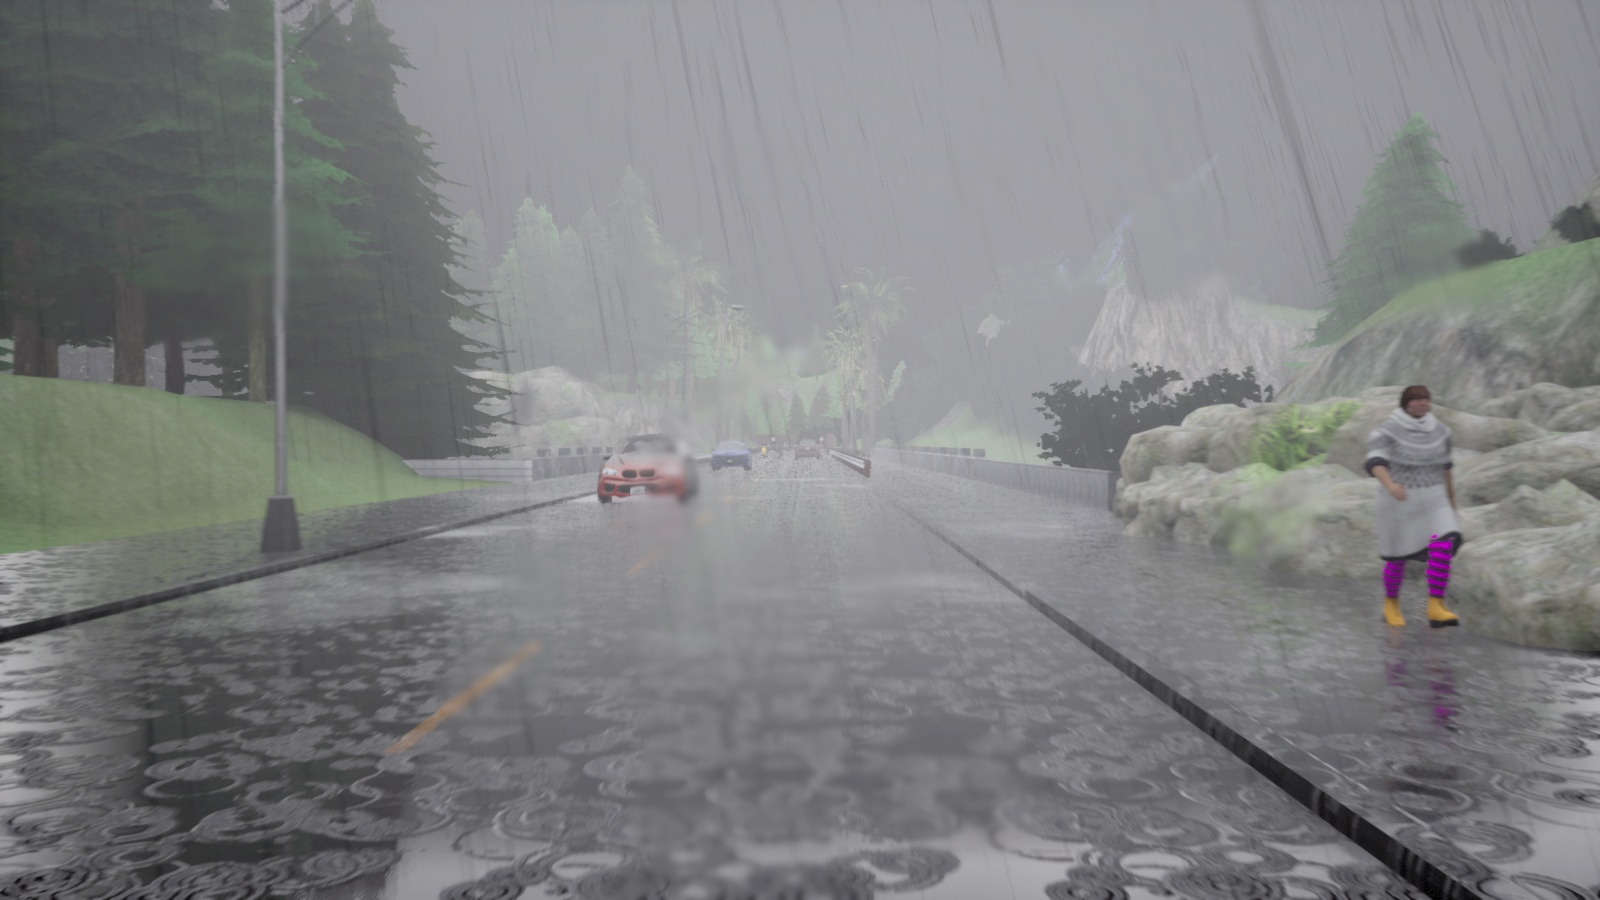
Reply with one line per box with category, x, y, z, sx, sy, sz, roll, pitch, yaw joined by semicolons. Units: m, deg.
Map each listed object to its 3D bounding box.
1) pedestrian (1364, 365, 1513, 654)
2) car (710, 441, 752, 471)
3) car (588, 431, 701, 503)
pedestrian;4.520;0.402;8.944;0.659;1.952;0.873;0;0;5
car;-3.599;0.292;66.389;1.882;1.535;5.008;0;0;0
car;-3.804;0.384;31.592;2.242;1.667;4.611;0;0;0
